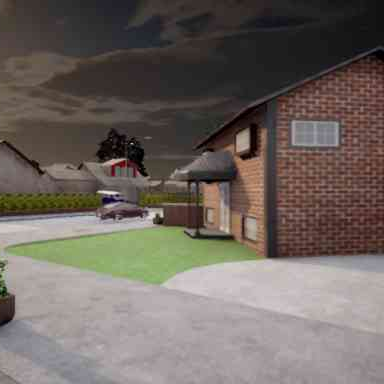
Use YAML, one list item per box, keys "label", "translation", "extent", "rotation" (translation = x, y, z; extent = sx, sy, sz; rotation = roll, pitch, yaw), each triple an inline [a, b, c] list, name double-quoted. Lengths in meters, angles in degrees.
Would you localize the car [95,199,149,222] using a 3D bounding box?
- label: "car"
  translation: [-5.536, 1.522, 26.656]
  extent: [1.812, 1.442, 4.674]
  rotation: [0, 0, 36]
